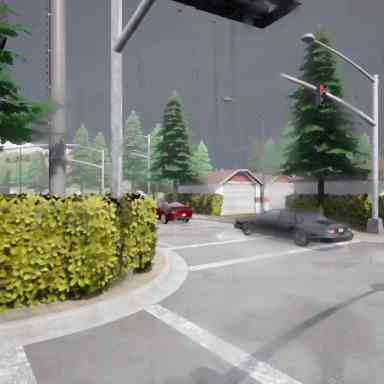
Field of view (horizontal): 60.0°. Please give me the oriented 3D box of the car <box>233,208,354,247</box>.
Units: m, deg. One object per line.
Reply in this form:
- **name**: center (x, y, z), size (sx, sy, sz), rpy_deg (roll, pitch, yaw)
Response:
- **car**: center (4.253, 1.422, 14.783), size (2.033, 1.411, 5.357), rpy_deg (0, 2, -35)

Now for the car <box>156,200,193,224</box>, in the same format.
- **car**: center (-1.943, 1.305, 23.378), size (1.882, 1.535, 5.008), rpy_deg (-1, 1, -35)
